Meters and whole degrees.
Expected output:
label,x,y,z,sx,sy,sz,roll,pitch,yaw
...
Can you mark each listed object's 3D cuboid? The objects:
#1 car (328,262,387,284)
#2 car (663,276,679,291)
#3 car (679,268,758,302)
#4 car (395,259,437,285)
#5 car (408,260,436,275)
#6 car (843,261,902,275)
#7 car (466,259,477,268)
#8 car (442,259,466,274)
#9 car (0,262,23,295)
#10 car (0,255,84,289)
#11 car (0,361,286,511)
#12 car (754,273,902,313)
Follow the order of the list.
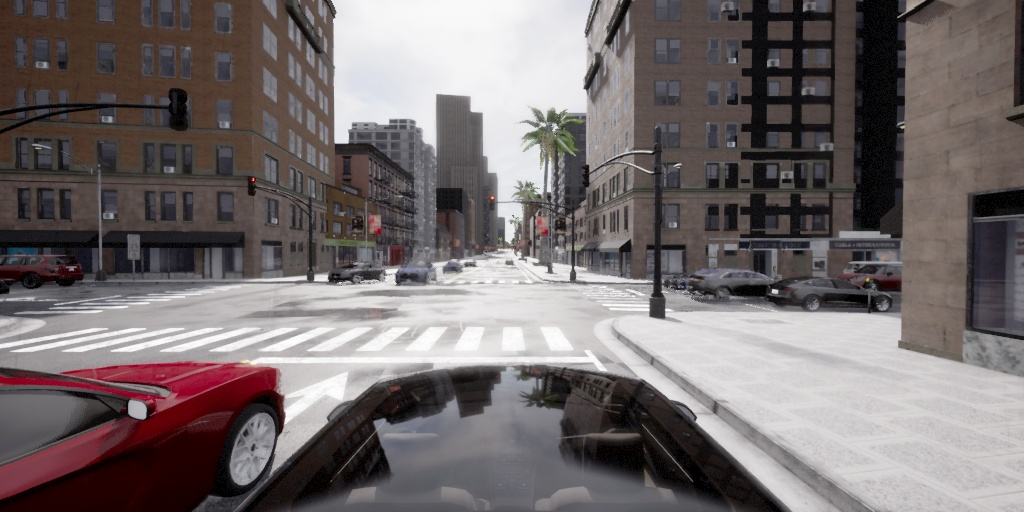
label,x,y,z,sx,sy,sz,roll,pitch,yaw
car,-10.891,1.200,25.623,1.837,1.490,4.892,1,-2,13
car,11.705,1.400,20.659,5.357,1.411,2.033,0,1,0
car,11.262,1.386,17.598,4.902,1.511,2.128,0,1,2
car,-6.767,1.071,25.724,2.097,1.767,4.553,1,0,0
car,-10.139,1.219,40.818,1.882,1.535,5.008,0,1,0
car,21.175,1.279,20.670,4.553,1.767,2.097,0,1,0
car,-7.015,1.268,61.101,2.033,1.411,5.357,0,0,0
car,-6.900,1.341,41.852,1.895,1.301,4.718,0,0,0
car,-24.034,1.126,14.575,4.892,1.490,1.837,1,1,-9
car,-27.280,0.836,19.908,5.009,1.841,2.192,0,0,-9
car,-3.144,1.228,1.475,1.882,1.535,5.008,0,0,1
car,12.863,1.514,14.714,4.313,1.339,1.948,0,0,0
